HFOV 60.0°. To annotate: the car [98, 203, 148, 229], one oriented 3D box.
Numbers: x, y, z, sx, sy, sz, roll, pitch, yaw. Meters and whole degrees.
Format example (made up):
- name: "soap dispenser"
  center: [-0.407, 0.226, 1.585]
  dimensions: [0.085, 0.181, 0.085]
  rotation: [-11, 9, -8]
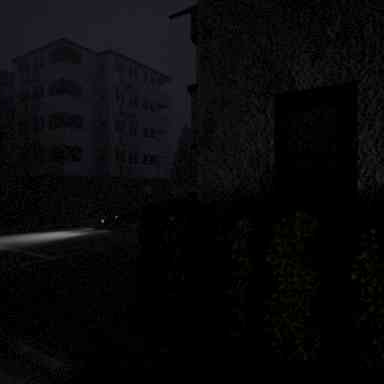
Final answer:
- name: "car"
  center: [-3.928, 1.479, 21.903]
  dimensions: [2.128, 1.511, 4.902]
  rotation: [0, 0, 35]
